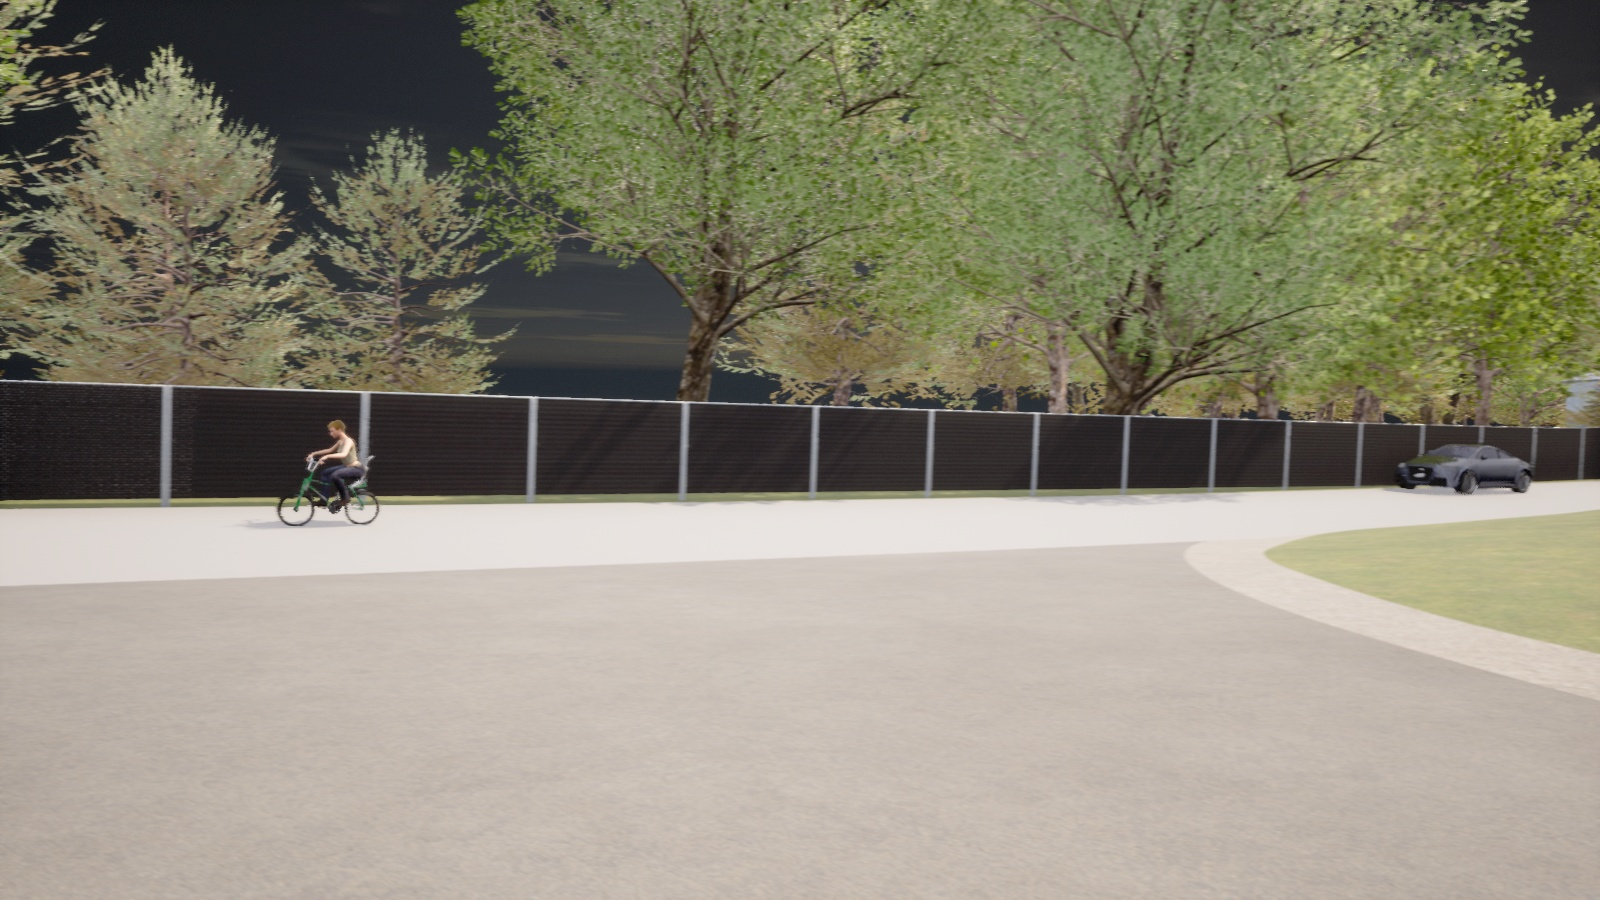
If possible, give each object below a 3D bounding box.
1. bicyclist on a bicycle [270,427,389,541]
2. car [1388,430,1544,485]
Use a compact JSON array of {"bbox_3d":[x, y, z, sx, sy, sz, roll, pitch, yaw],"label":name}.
[{"bbox_3d":[-7.094,0.480,18.941,1.509,1.612,0.866,0,3,-34],"label":"bicyclist on a bicycle"},{"bbox_3d":[19.391,0.181,36.551,4.181,1.385,1.994,-1,4,-29],"label":"car"}]
